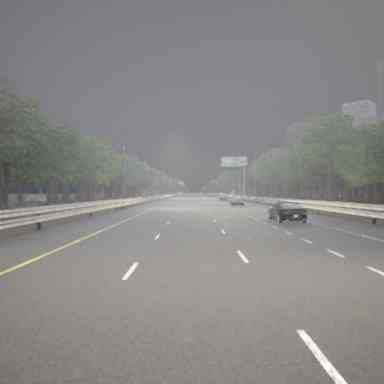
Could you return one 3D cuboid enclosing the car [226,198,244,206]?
[{"bbox_3d":[7.170,1.603,54.031,1.895,1.301,4.718,0,0,0],"label":"car"}]

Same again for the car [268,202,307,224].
[{"bbox_3d":[7.040,1.497,24.951,1.882,1.535,5.008,0,0,0],"label":"car"}]

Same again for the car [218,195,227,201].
[{"bbox_3d":[7.356,1.507,79.009,1.812,1.442,4.674,0,0,0],"label":"car"}]
